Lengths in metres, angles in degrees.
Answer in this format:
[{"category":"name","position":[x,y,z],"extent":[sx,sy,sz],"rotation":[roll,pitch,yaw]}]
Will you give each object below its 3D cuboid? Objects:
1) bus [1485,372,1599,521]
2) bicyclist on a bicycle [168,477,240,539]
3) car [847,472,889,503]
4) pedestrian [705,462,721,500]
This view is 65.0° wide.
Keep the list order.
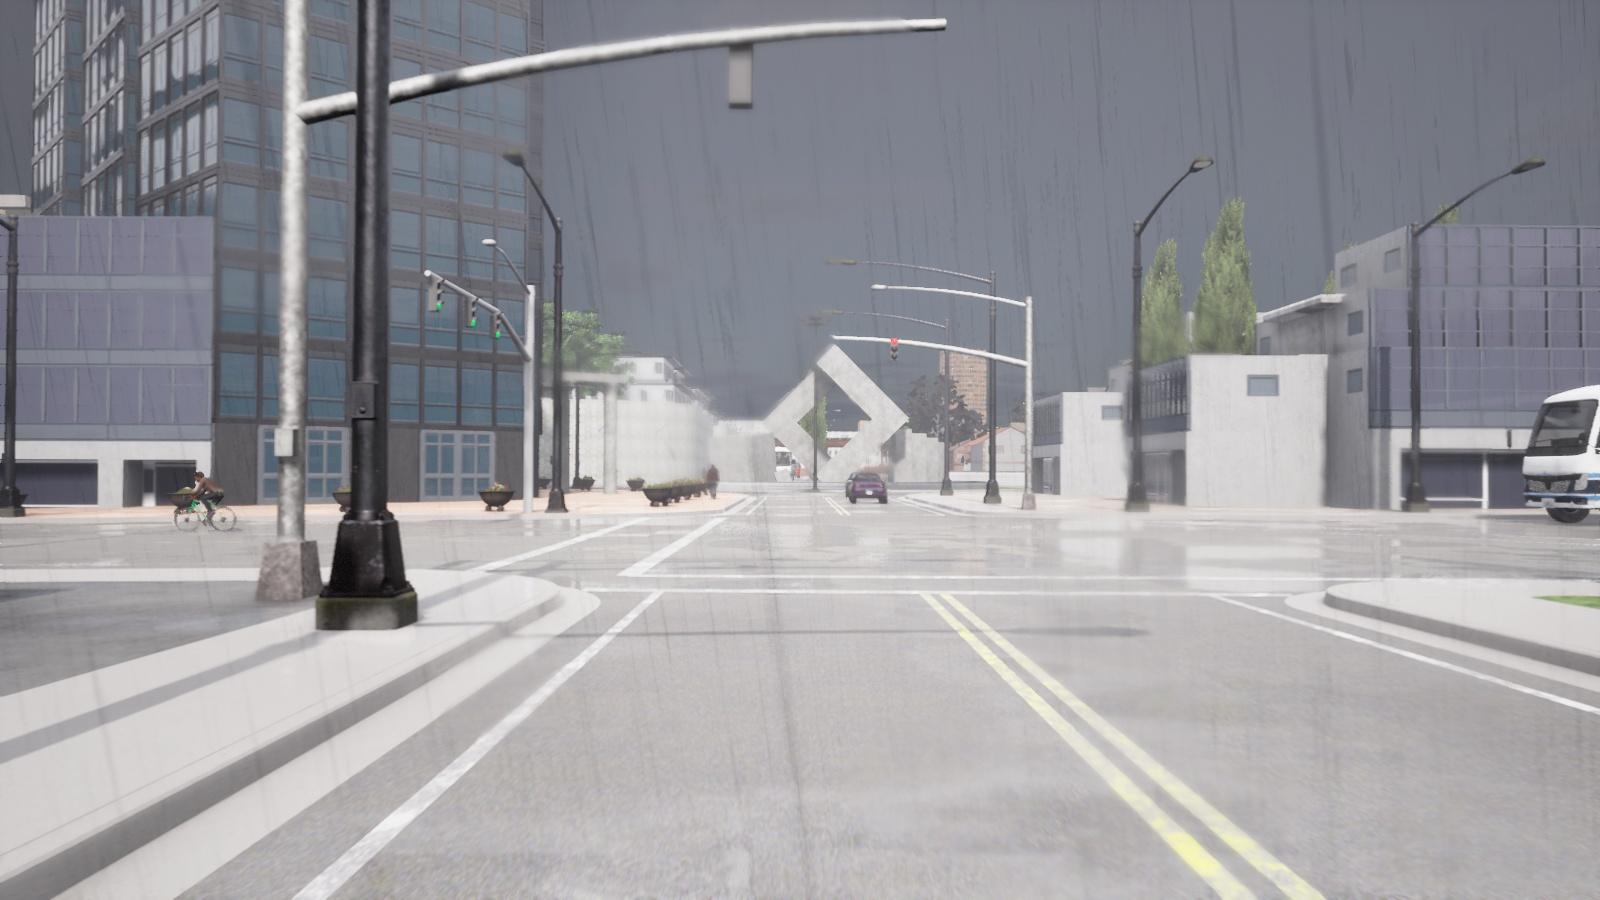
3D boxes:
[{"category":"bus","position":[26.843,-0.098,37.736],"extent":[10.273,4.253,3.944],"rotation":[0,-1,0]},{"category":"bicyclist on a bicycle","position":[-16.039,1.542,33.826],"extent":[1.656,1.620,0.582],"rotation":[-1,-1,-1]},{"category":"car","position":[3.349,1.858,62.307],"extent":[1.816,1.474,4.193],"rotation":[0,-1,0]},{"category":"pedestrian","position":[-4.299,1.537,62.124],"extent":[0.634,1.844,0.899],"rotation":[0,-1,-12]}]
